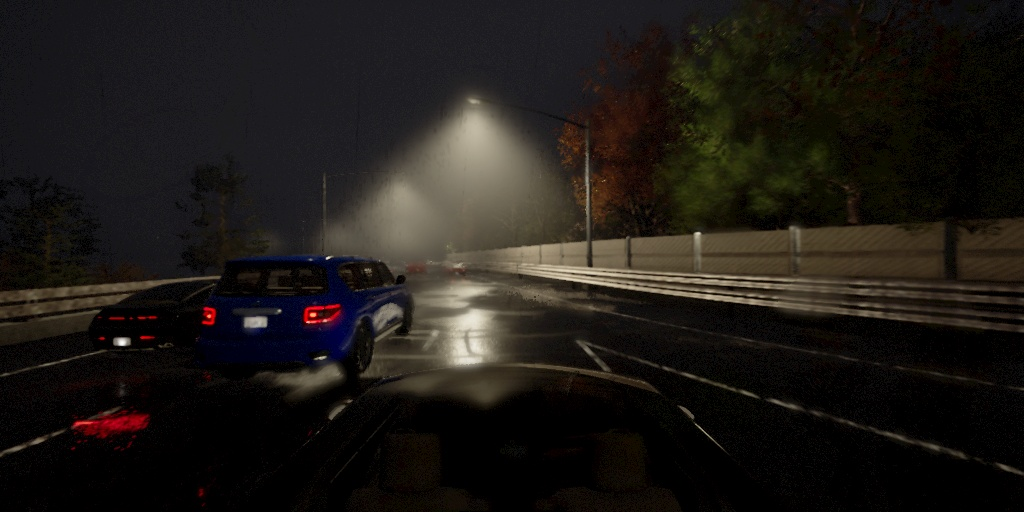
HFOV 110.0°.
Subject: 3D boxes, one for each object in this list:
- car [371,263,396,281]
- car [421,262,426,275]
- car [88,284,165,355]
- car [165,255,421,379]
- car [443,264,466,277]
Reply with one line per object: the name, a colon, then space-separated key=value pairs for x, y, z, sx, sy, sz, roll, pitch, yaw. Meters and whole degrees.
car: x=-12.314 y=1.480 z=34.584 sx=2.033 sy=1.411 sz=5.357 roll=0 pitch=0 yaw=-18
car: x=-11.109 y=1.423 z=41.484 sx=1.882 sy=1.535 sz=5.008 roll=0 pitch=0 yaw=-21
car: x=-7.307 y=1.326 z=8.993 sx=1.837 sy=1.490 sz=4.892 roll=0 pitch=0 yaw=-4
car: x=-3.666 y=1.014 z=7.611 sx=2.150 sy=2.045 sz=5.566 roll=0 pitch=0 yaw=-3
car: x=-6.230 y=1.505 z=38.356 sx=1.895 sy=1.301 sz=4.718 roll=0 pitch=0 yaw=-19
